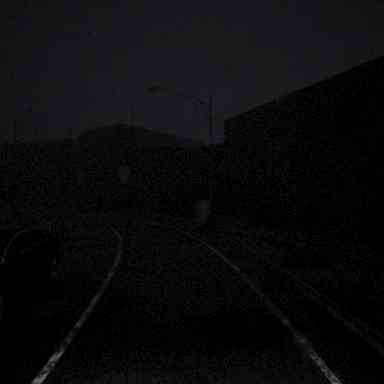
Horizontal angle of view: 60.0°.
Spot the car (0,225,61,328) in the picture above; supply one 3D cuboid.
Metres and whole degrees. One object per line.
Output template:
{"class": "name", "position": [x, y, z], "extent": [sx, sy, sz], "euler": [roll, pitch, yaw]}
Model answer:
{"class": "car", "position": [-4.041, 1.464, 6.485], "extent": [2.128, 1.511, 4.902], "euler": [0, 0, -5]}
